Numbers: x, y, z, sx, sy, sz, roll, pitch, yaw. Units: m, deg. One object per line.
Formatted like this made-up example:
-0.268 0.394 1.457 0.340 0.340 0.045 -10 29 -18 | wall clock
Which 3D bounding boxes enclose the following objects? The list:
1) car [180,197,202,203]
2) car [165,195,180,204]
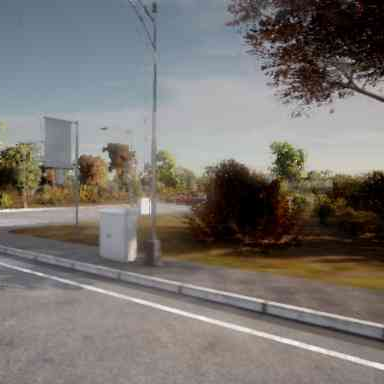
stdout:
0.427 1.408 56.703 1.812 1.442 4.674 0 0 33 | car
-2.773 1.346 58.206 1.882 1.535 5.008 0 0 33 | car
